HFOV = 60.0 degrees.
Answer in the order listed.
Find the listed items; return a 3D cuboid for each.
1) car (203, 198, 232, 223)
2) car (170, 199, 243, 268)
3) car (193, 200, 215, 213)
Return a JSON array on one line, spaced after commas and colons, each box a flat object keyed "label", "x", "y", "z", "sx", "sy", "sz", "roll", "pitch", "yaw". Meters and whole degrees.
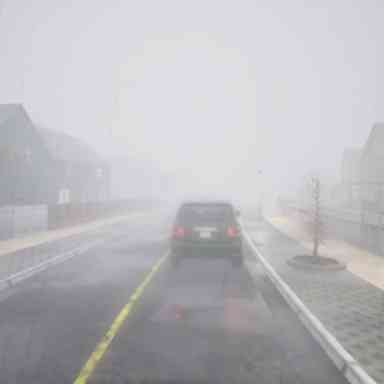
[{"label": "car", "x": 2.224, "y": 1.456, "z": 27.676, "sx": 2.097, "sy": 1.767, "sz": 4.553, "roll": 0, "pitch": 0, "yaw": 8}, {"label": "car", "x": 0.550, "y": 1.271, "z": 11.706, "sx": 2.150, "sy": 2.045, "sz": 5.566, "roll": 0, "pitch": 0, "yaw": 4}, {"label": "car", "x": 1.575, "y": 1.682, "z": 40.675, "sx": 1.994, "sy": 1.385, "sz": 4.181, "roll": 0, "pitch": 0, "yaw": 12}]
